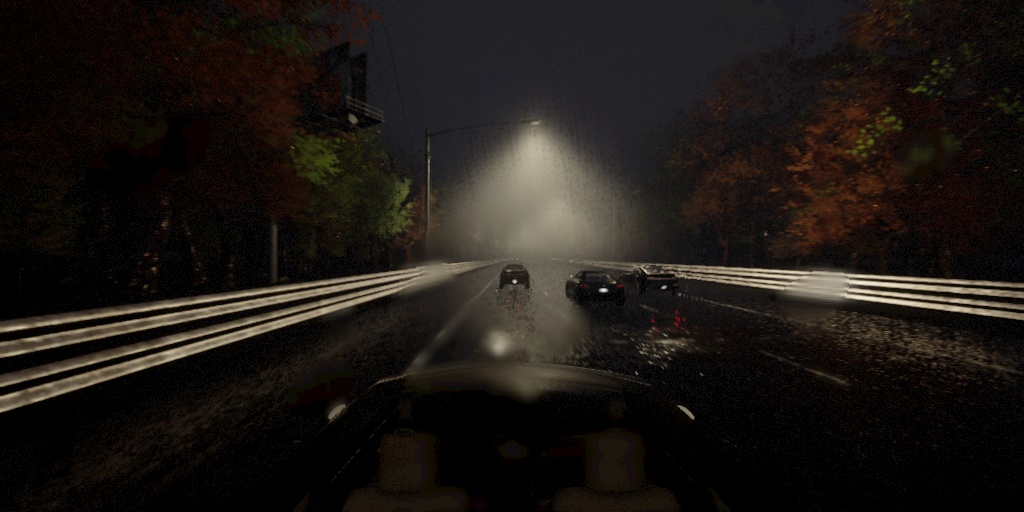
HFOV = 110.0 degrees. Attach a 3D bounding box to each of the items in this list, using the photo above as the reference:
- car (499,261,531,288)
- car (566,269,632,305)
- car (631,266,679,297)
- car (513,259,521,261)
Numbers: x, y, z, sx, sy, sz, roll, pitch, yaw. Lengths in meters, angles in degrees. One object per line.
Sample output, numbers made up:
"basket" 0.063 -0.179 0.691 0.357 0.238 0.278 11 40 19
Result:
"car" 0.194 1.277 24.091 1.837 1.490 4.892 0 0 1
"car" 3.633 1.333 16.166 1.994 1.385 4.181 0 0 0
"car" 7.152 1.268 19.237 2.128 1.511 4.902 0 0 1
"car" 0.860 1.298 60.371 2.128 1.511 4.902 0 0 2
